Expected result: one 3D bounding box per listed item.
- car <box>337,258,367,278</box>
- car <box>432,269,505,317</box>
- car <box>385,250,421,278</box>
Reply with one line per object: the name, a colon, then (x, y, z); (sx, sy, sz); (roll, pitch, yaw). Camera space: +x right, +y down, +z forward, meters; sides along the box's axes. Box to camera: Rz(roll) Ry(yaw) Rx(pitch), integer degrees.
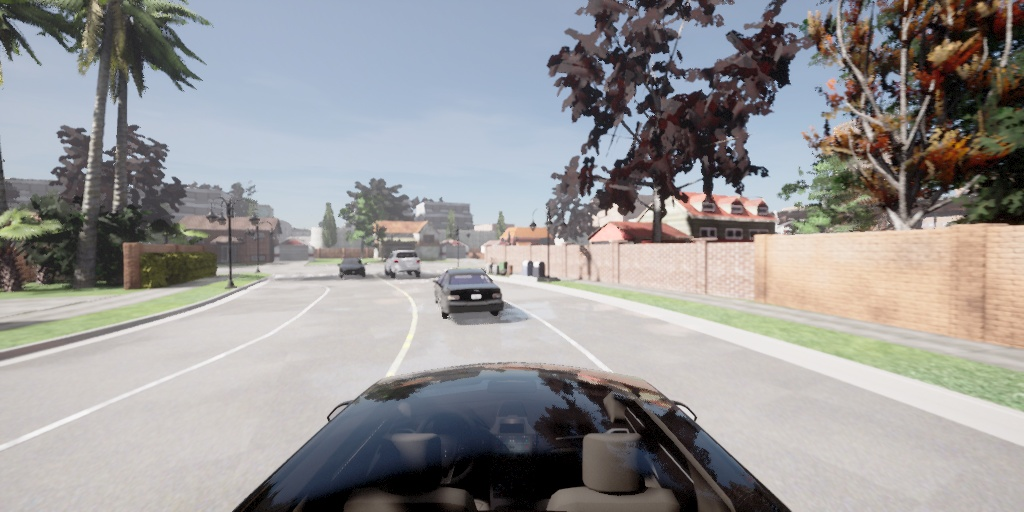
car: (-12.857, 0.946, 28.835); (1.837, 1.490, 4.892); (-1, 0, -26)
car: (-1.681, 1.150, 12.482); (2.033, 1.411, 5.357); (-1, 1, -16)
car: (-8.823, 0.624, 28.789); (2.150, 2.045, 5.566); (-1, 0, -26)
